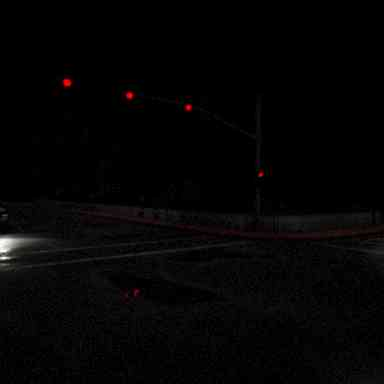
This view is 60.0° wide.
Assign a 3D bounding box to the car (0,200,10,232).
[{"bbox_3d":[-12.369,1.237,19.692,2.150,2.045,5.566,1,0,-37],"label":"car"}]
